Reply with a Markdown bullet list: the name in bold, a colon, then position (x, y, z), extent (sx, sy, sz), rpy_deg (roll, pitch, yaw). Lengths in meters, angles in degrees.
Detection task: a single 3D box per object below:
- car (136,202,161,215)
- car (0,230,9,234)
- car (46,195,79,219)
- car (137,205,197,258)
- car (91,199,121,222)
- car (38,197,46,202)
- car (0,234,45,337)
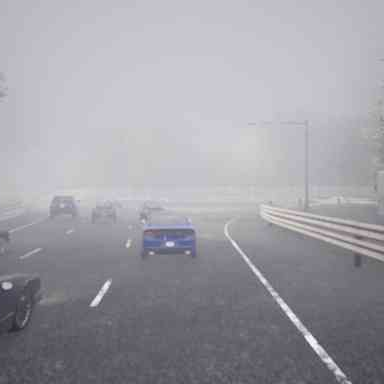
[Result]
- **car**: position (-3.202, 1.549, 25.836), extent (2.128, 1.511, 4.902), rpy_deg (0, 0, -13)
- **car**: position (-7.586, 1.652, 10.447), extent (1.895, 1.301, 4.718), rpy_deg (0, 0, -6)
- **car**: position (-11.745, 1.324, 30.706), extent (2.150, 2.045, 5.566), rpy_deg (0, 0, -17)
- **car**: position (-0.962, 1.504, 12.976), extent (1.882, 1.535, 5.008), rpy_deg (0, 0, -6)
- **car**: position (-7.190, 1.569, 27.349), extent (2.128, 1.511, 4.902), rpy_deg (0, 0, -14)
- **car**: position (-36.426, 1.893, 82.793), extent (4.718, 1.301, 1.895), rpy_deg (0, 0, 41)
- **car**: position (-3.556, 1.569, 3.755), extent (2.033, 1.411, 5.357), rpy_deg (0, 0, -3)
